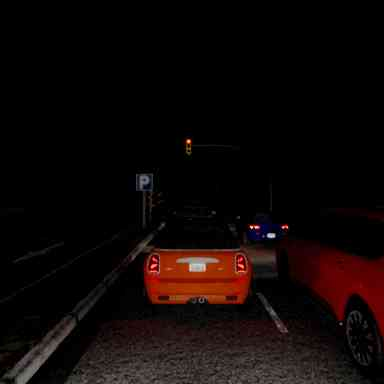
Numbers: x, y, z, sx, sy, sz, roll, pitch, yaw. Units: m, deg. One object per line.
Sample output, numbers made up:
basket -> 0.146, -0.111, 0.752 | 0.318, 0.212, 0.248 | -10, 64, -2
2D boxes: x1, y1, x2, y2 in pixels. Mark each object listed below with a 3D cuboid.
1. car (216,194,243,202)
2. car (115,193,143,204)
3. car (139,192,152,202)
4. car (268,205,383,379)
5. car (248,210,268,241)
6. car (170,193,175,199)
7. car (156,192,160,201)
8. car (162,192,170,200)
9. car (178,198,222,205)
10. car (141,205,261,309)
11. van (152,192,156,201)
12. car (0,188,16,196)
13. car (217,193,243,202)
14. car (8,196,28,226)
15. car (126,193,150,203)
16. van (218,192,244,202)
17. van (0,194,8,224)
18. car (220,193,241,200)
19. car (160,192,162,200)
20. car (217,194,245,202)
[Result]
car -> 8.037, 1.236, 71.744 | 5.366, 1.575, 1.946 | 1, 0, -13
car -> -11.568, 1.340, 60.294 | 4.792, 1.488, 2.163 | -1, 0, -15
car -> -10.930, 1.296, 63.287 | 5.366, 1.575, 1.946 | -1, 0, -15
car -> 3.099, 1.228, 5.660 | 2.150, 2.045, 5.566 | 0, 0, -1
car -> 3.131, 1.544, 15.354 | 1.812, 1.442, 4.674 | 0, 0, 0
car -> -8.183, 1.039, 87.242 | 5.566, 2.045, 2.435 | -1, 0, -12
car -> -10.162, 1.300, 72.252 | 4.892, 1.521, 2.231 | -1, 0, -14
car -> -8.627, 1.332, 84.234 | 4.674, 1.452, 2.002 | -1, 0, -12
car -> 0.141, 1.373, 16.696 | 2.097, 1.767, 4.553 | 0, 0, 0
car -> 0.101, 1.362, 8.049 | 2.097, 1.767, 4.553 | 0, 0, 0
van -> -10.384, 1.072, 69.281 | 4.442, 1.987, 1.878 | -1, 0, -14
car -> -28.270, 0.121, 51.127 | 2.002, 1.452, 4.674 | 6, -3, -20
car -> 7.531, 1.122, 65.898 | 4.553, 1.767, 2.185 | 1, 0, -14
car -> -13.672, 1.396, 22.483 | 4.553, 1.767, 2.185 | -1, 0, -19
car -> -10.843, 1.176, 66.240 | 4.553, 1.767, 2.185 | -1, 0, -14
van -> 7.154, 1.024, 62.928 | 4.442, 1.987, 1.878 | 1, 0, -14
van -> -13.641, 1.290, 19.506 | 4.442, 1.987, 1.878 | -1, 0, -20
car -> 9.291, 1.105, 80.601 | 4.553, 1.767, 2.185 | 1, 0, -12
car -> -9.795, 1.337, 75.248 | 4.674, 1.452, 2.002 | -1, 0, -13
car -> 8.061, 1.243, 68.893 | 5.366, 1.575, 1.946 | 1, 0, -13
